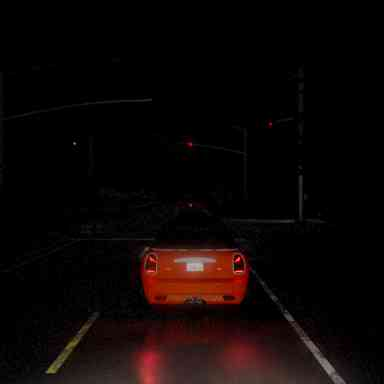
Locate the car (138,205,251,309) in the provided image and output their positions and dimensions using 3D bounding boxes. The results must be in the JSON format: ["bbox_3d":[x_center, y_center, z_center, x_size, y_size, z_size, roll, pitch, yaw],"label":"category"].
[{"bbox_3d":[0.059,1.352,8.026,2.097,1.767,4.553,0,0,0],"label":"car"}]

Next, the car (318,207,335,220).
[{"bbox_3d":[12.288,1.476,25.557,4.902,1.511,2.128,0,0,0],"label":"car"}]

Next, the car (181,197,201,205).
[{"bbox_3d":[-0.145,1.352,35.688,2.097,1.767,4.553,0,0,0],"label":"car"}]
